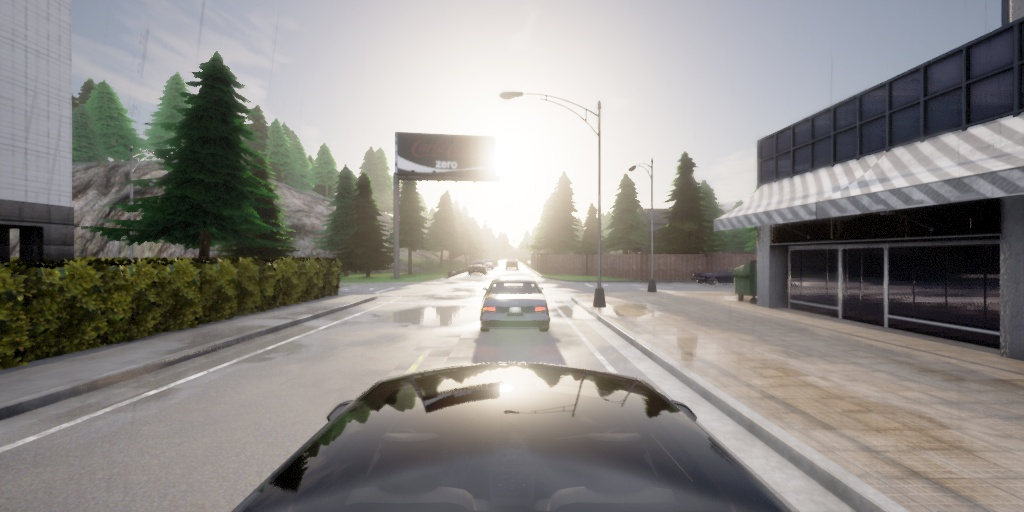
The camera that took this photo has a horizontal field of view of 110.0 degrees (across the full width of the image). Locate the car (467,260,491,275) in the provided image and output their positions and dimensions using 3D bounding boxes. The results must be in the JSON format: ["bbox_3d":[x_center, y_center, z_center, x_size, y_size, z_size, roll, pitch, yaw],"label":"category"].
[{"bbox_3d":[-3.672,1.252,38.840,1.837,1.490,4.892,0,0,0],"label":"car"}]

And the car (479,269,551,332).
[{"bbox_3d":[0.044,1.297,10.848,2.033,1.411,5.357,0,0,-1],"label":"car"}]

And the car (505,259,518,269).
[{"bbox_3d":[-0.013,1.224,56.634,1.882,1.535,5.008,0,0,0],"label":"car"}]

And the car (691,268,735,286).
[{"bbox_3d":[15.996,1.526,26.630,4.718,1.301,1.895,0,0,1],"label":"car"}]

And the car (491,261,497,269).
[{"bbox_3d":[-3.693,1.274,52.954,1.812,1.442,4.674,0,1,0],"label":"car"}]
